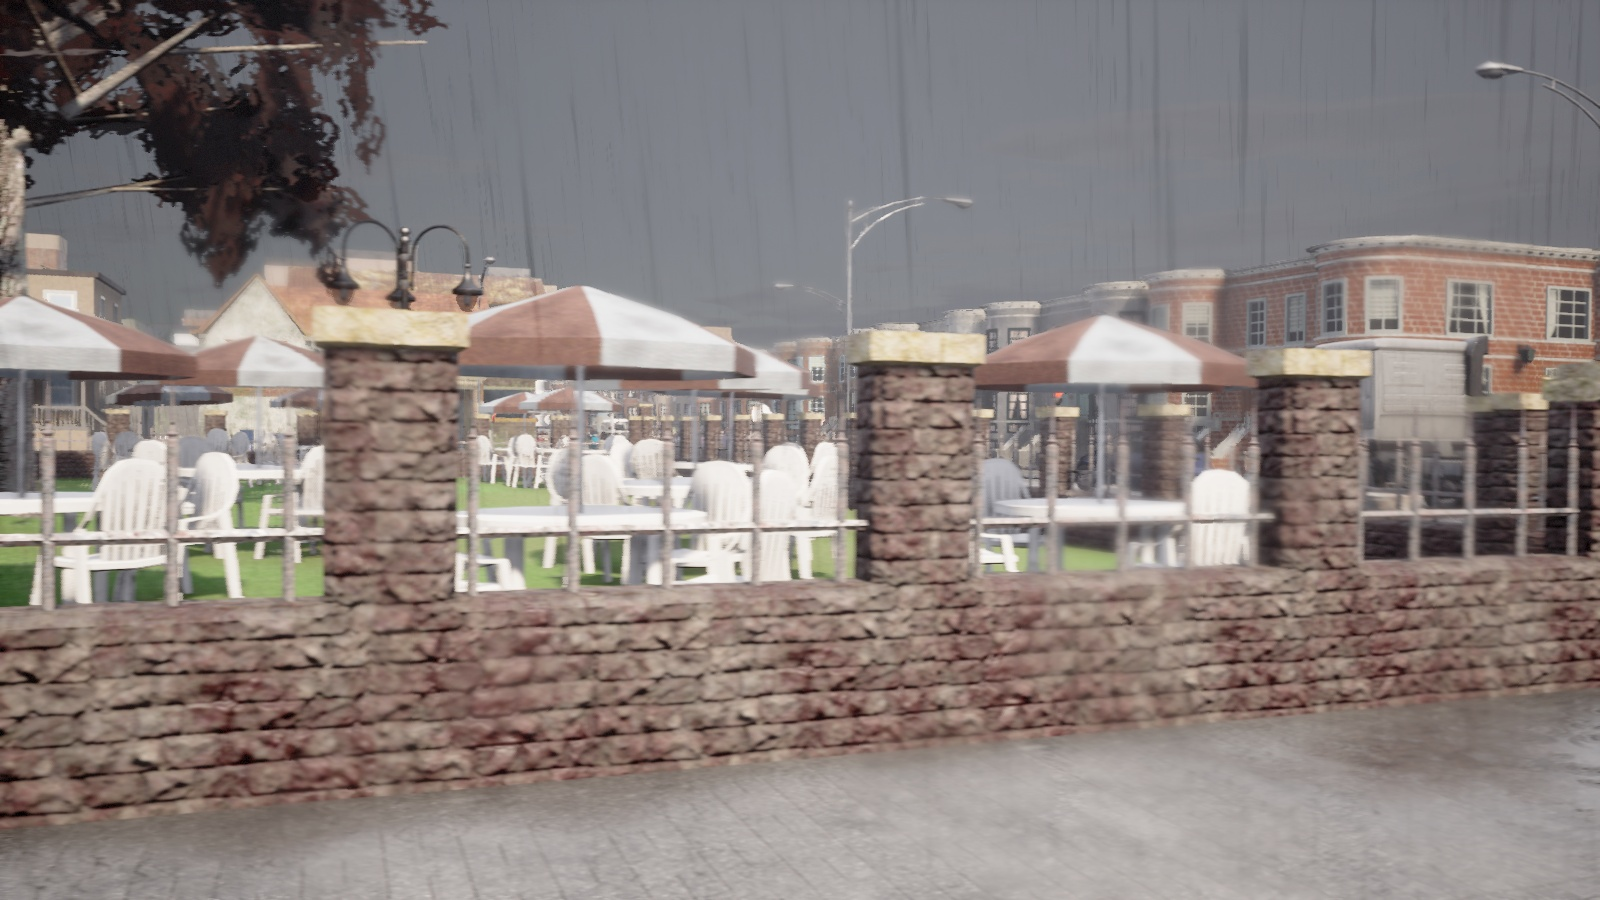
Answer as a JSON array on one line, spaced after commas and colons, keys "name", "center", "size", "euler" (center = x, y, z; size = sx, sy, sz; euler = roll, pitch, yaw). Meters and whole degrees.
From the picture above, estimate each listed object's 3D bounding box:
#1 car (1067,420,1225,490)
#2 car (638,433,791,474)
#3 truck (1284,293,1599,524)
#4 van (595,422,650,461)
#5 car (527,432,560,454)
[{"name": "car", "center": [8.625, 0.088, 31.674], "size": [1.851, 1.617, 3.988], "euler": [-1, 1, -21]}, {"name": "car", "center": [-3.178, 0.113, 47.138], "size": [5.357, 1.411, 2.033], "euler": [-1, 1, -31]}, {"name": "truck", "center": [12.400, -0.672, 21.763], "size": [2.891, 3.462, 7.936], "euler": [-1, 1, -21]}, {"name": "van", "center": [-9.812, -0.497, 69.082], "size": [2.069, 2.038, 4.480], "euler": [-1, 1, -21]}, {"name": "car", "center": [-19.167, -0.543, 93.831], "size": [1.789, 1.549, 3.705], "euler": [-1, 1, -21]}]
